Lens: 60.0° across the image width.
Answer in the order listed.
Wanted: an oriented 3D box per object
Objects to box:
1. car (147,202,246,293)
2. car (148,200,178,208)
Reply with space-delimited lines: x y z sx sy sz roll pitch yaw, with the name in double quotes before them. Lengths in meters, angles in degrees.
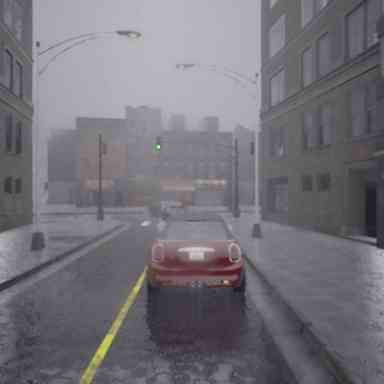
"car" 0.090 1.300 8.880 2.097 1.767 4.553 0 0 0
"car" -1.979 1.343 25.230 2.128 1.511 4.902 0 0 -24
